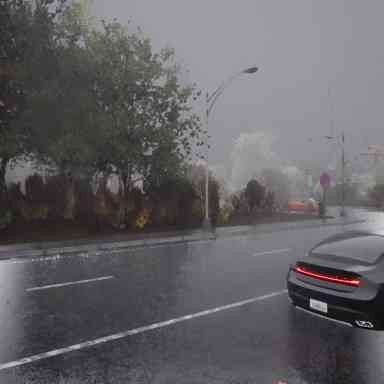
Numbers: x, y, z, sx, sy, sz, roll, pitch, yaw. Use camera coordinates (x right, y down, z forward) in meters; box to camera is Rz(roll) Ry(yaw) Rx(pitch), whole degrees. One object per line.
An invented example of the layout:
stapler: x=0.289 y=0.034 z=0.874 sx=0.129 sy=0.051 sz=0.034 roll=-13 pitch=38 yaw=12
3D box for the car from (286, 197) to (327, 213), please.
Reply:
car: x=12.594 y=1.352 z=36.887 sx=2.097 sy=1.767 sz=4.553 roll=0 pitch=0 yaw=-32

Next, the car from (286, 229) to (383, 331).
car: x=3.923 y=1.505 z=6.537 sx=4.892 sy=1.490 sz=1.837 roll=0 pitch=0 yaw=-35

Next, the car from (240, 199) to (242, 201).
car: x=7.404 y=1.500 z=45.126 sx=1.837 sy=1.490 sz=4.892 roll=0 pitch=0 yaw=-32
